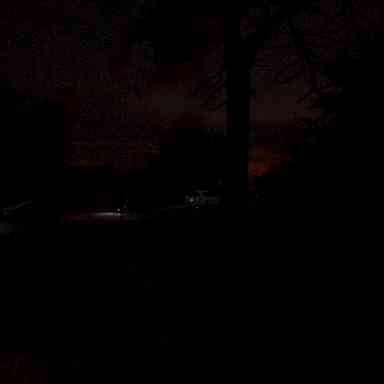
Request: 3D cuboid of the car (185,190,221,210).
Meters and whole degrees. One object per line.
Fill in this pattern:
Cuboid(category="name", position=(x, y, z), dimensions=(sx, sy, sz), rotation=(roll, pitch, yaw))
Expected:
Cuboid(category="car", position=(1.388, 0.862, 36.349), dimensions=(2.150, 2.045, 5.566), rotation=(2, 1, 32))

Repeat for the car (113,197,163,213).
Cuboid(category="car", position=(-5.105, 1.200, 32.205), dimensions=(2.033, 1.411, 5.357), rotation=(2, 2, 35))

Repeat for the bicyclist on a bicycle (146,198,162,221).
Cuboid(category="bicyclist on a bicycle", position=(-2.791, 1.284, 24.299), dimensions=(1.656, 1.620, 0.582), rotation=(0, 0, 36))

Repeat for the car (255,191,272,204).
Cuboid(category="car", position=(12.252, 0.908, 56.880), dimensions=(2.150, 2.045, 5.566), rotation=(1, 0, 24))

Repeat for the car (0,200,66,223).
Cuboid(category="car", position=(-11.324, 1.313, 23.615), dimensions=(1.812, 1.442, 4.674), rotation=(2, 2, 37))
